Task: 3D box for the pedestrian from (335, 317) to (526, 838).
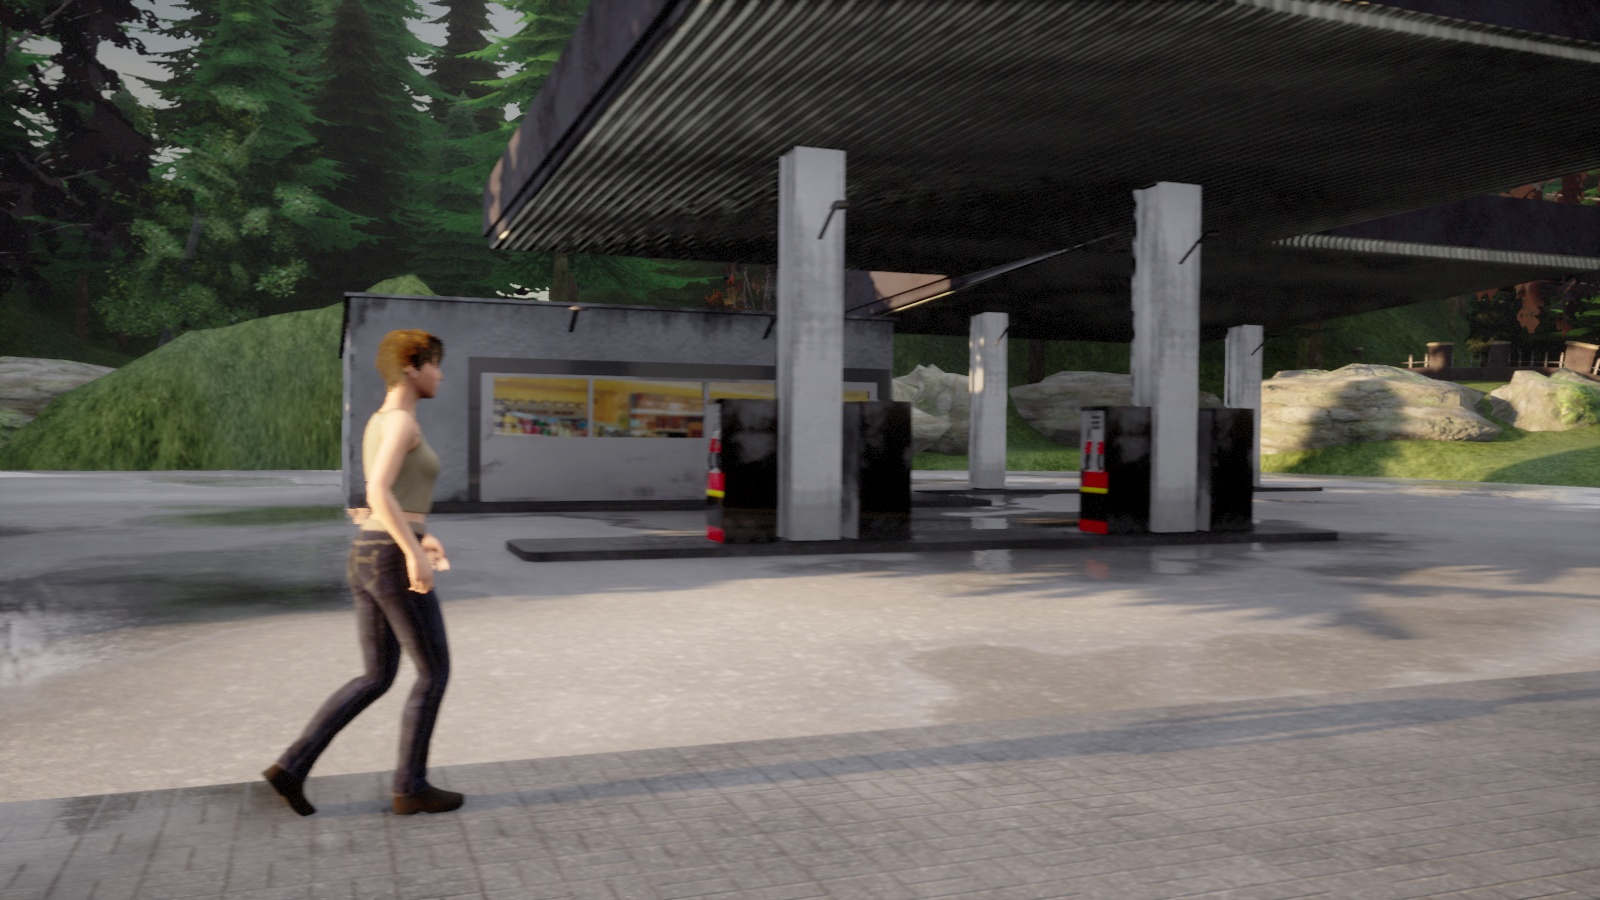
[{"bbox_3d":[-1.387,0.446,4.722,0.594,1.836,0.345,-1,1,-31],"label":"pedestrian"}]
